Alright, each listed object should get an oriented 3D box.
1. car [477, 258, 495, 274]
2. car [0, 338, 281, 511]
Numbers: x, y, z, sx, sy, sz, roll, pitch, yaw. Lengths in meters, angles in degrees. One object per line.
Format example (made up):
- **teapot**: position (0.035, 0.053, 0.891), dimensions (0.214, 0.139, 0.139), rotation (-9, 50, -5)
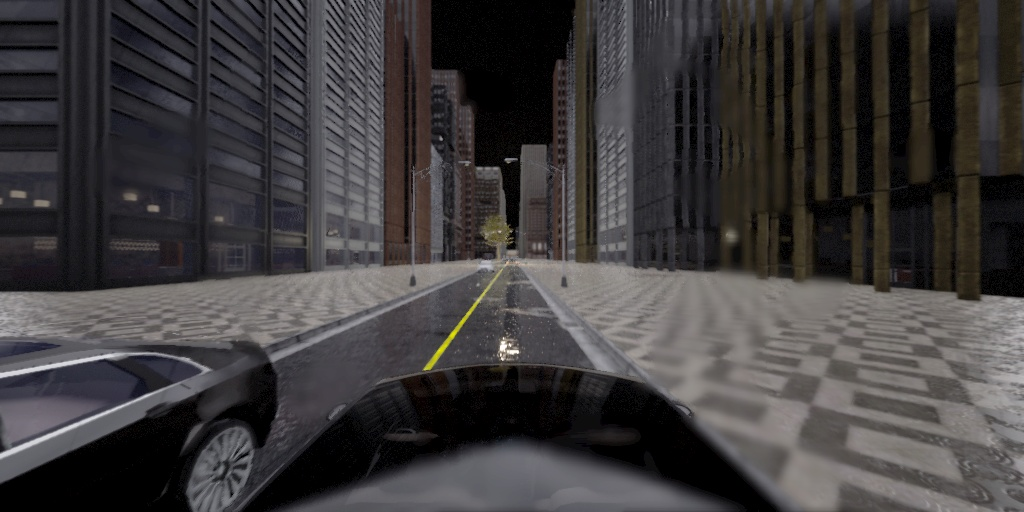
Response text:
- **car**: position (-3.087, 1.306, 42.945), dimensions (1.812, 1.442, 4.674), rotation (0, 0, 0)
- **car**: position (-3.100, 1.242, 1.352), dimensions (2.128, 1.511, 4.902), rotation (0, 0, 0)
